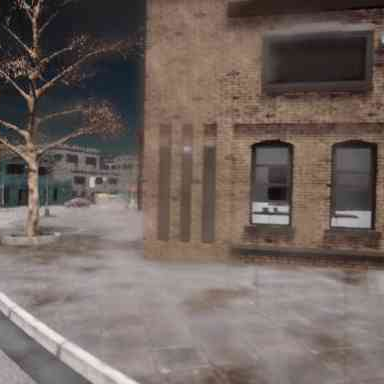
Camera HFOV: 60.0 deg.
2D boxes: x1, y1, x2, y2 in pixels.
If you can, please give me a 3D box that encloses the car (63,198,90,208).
[{"bbox_3d":[-16.993,1.630,49.168,1.812,1.442,4.674,2,0,20],"label":"car"}]
